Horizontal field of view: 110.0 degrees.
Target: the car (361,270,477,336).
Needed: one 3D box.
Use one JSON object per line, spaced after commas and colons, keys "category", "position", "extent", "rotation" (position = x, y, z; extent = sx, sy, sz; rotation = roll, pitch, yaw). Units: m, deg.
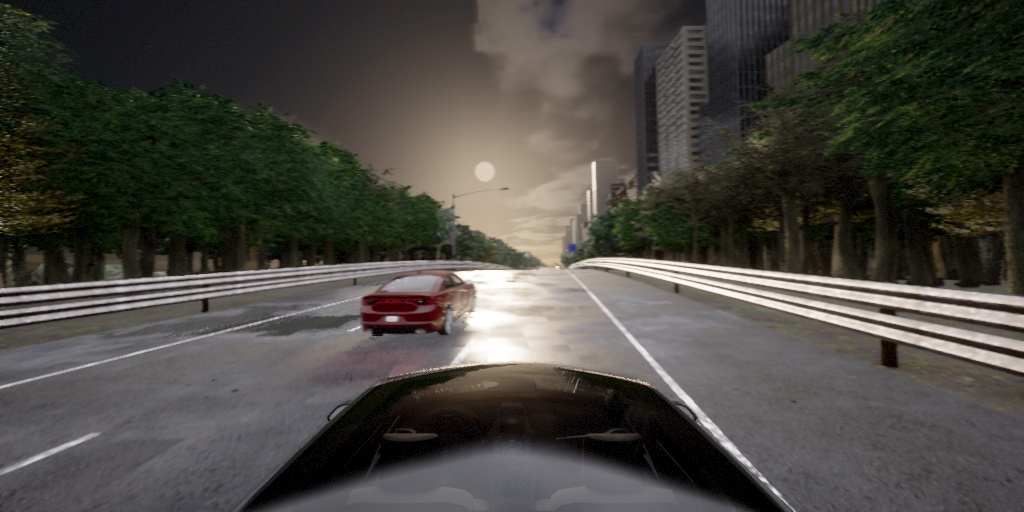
{"category": "car", "position": [-2.300, 1.138, 10.121], "extent": [1.882, 1.535, 5.008], "rotation": [-1, 1, 6]}
